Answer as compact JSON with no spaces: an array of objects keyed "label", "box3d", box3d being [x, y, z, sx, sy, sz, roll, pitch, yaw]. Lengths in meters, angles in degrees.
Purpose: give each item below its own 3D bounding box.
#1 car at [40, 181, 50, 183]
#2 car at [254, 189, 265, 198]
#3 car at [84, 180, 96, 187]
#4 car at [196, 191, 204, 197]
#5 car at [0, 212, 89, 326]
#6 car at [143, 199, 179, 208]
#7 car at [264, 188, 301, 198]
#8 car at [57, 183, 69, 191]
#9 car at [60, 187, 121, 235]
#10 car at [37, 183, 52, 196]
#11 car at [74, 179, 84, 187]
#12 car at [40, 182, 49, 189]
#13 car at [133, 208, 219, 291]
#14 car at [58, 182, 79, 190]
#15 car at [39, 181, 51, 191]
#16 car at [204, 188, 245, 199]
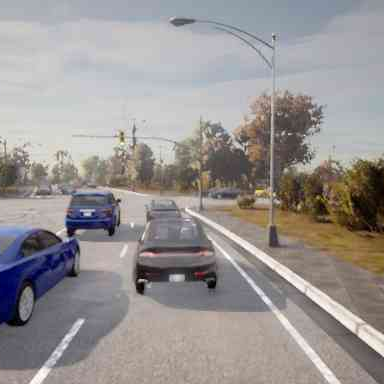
[{"label":"car","box3d":[-25.977,-0.951,58.761,2.150,2.045,5.566,-1,3,-23]},{"label":"car","box3d":[11.746,0.146,50.102,5.008,1.535,1.882,2,2,-21]},{"label":"car","box3d":[-25.188,-1.642,82.606,1.895,1.301,4.718,-1,3,-24]},{"label":"car","box3d":[3.024,0.125,46.771,4.718,1.301,1.895,0,2,-20]},{"label":"car","box3d":[-3.805,1.442,6.966,1.882,1.535,5.008,0,1,-4]},{"label":"car","box3d":[-1.728,1.154,19.190,2.128,1.511,4.902,0,2,-9]},{"label":"car","box3d":[13.137,0.427,46.895,4.718,1.301,1.895,2,2,-21]},{"label":"car","box3d":[-27.382,-1.178,70.509,2.128,1.511,4.902,-1,3,-24]},{"label":"car","box3d":[-4.930,0.961,17.116,2.150,2.045,5.566,0,2,-8]},{"label":"car","box3d":[-22.198,-0.231,49.940,1.812,1.442,4.674,-1,3,-22]},{"label":"car","box3d":[-28.350,-1.813,81.094,2.097,1.767,4.553,-1,3,-24]},{"label":"car","box3d":[-34.303,-1.496,77.284,1.837,1.490,4.892,-1,3,-24]},{"label":"car","box3d":[-0.476,1.422,8.905,2.128,1.511,4.902,0,1,-4]},{"label":"car","box3d":[-19.461,-0.384,52.486,2.128,1.511,4.902,-1,3,-23]},{"label":"car","box3d":[-30.084,-1.234,67.987,2.097,1.767,4.553,-1,3,-24]},{"label":"car","box3d":[4.524,0.185,43.576,4.892,1.490,1.837,0,2,-21]}]
